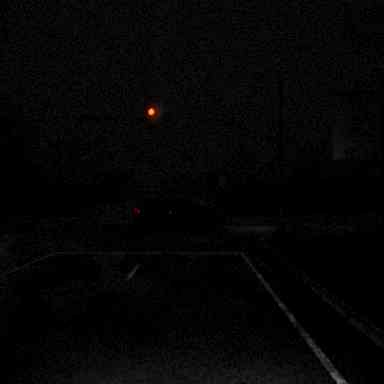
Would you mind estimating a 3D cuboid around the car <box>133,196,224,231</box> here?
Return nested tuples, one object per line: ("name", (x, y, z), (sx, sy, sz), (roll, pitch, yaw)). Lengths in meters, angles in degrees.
("car", (-0.847, 1.294, 20.693), (5.566, 2.045, 2.150), (0, 0, -3))
